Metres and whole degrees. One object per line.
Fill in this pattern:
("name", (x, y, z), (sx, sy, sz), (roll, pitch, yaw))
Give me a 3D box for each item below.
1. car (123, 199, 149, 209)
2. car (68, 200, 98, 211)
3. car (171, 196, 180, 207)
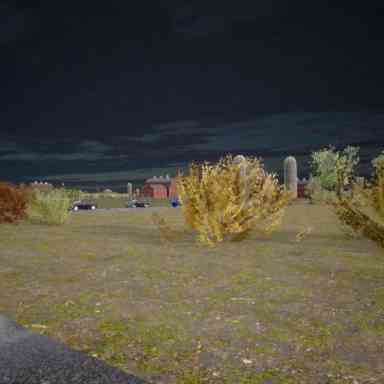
("car", (-9.397, 2.004, 55.968), (1.837, 1.490, 4.892), (-1, -2, 36))
("car", (-15.726, 1.886, 47.200), (1.837, 1.490, 4.892), (-1, -1, 36))
("car", (-1.455, 1.753, 60.813), (2.150, 2.045, 5.566), (-1, -1, 36))
